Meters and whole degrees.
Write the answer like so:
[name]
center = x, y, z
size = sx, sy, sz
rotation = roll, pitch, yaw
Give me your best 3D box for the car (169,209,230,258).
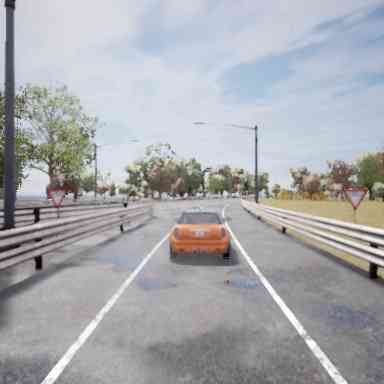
[car]
center = 0.343, 1.429, 13.219
size = 2.097, 1.767, 4.553
rotation = 0, 0, 2
